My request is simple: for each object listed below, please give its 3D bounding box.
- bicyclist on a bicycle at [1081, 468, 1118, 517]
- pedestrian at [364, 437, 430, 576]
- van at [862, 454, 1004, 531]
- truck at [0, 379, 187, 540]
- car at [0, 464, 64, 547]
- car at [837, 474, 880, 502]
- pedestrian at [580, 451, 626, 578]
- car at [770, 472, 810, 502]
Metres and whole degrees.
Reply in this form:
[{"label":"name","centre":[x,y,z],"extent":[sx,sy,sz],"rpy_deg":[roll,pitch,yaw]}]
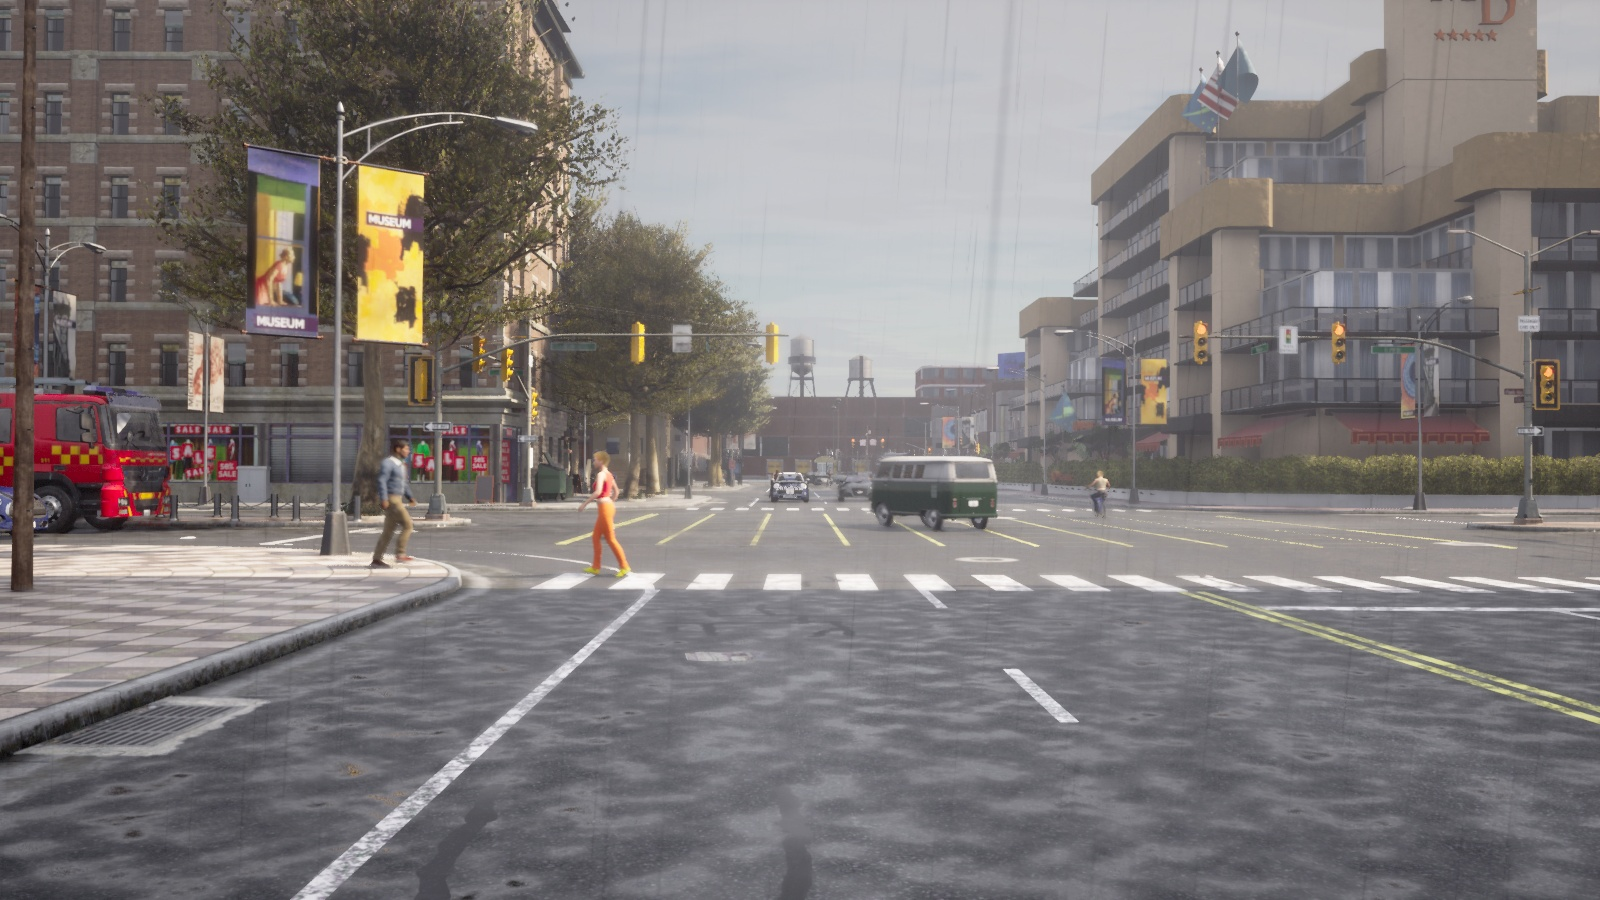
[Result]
[{"label":"bicyclist on a bicycle","centre":[10.168,1.425,42.659],"extent":[0.866,1.612,1.509],"rpy_deg":[0,-1,0]},{"label":"pedestrian","centre":[-5.698,0.792,17.766],"extent":[0.788,1.949,0.423],"rpy_deg":[0,-1,2]},{"label":"van","centre":[3.601,1.138,34.952],"extent":[1.775,1.987,4.442],"rpy_deg":[0,-1,-27]},{"label":"truck","centre":[-20.230,0.255,31.284],"extent":[8.468,3.827,2.891],"rpy_deg":[0,-1,0]},{"label":"car","centre":[-19.190,1.215,27.790],"extent":[4.553,1.767,2.097],"rpy_deg":[0,-1,1]},{"label":"car","centre":[2.995,1.956,65.030],"extent":[1.994,1.385,4.181],"rpy_deg":[0,-1,-1]},{"label":"pedestrian","centre":[-2.885,0.938,18.387],"extent":[0.594,1.836,0.345],"rpy_deg":[0,-1,4]},{"label":"car","centre":[-0.490,1.848,63.661],"extent":[1.970,1.475,3.806],"rpy_deg":[0,-1,0]}]
